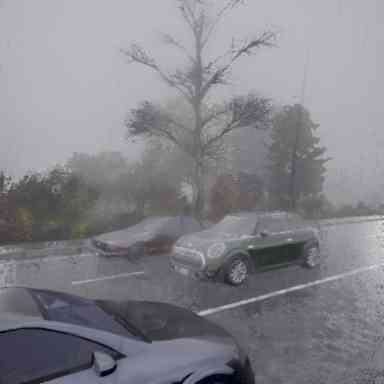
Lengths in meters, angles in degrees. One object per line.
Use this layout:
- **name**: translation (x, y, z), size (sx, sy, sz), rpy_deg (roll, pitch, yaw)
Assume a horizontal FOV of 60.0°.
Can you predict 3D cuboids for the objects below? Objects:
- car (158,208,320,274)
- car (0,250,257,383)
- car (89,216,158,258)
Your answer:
- **car**: translation (1.614, 1.367, 9.519), size (4.553, 1.767, 2.097), rpy_deg (0, 0, -36)
- **car**: translation (-1.441, 1.568, 2.775), size (4.181, 1.385, 1.994), rpy_deg (0, 0, -35)
- **car**: translation (-0.848, 1.565, 12.053), size (5.357, 1.411, 2.033), rpy_deg (0, 0, -36)
